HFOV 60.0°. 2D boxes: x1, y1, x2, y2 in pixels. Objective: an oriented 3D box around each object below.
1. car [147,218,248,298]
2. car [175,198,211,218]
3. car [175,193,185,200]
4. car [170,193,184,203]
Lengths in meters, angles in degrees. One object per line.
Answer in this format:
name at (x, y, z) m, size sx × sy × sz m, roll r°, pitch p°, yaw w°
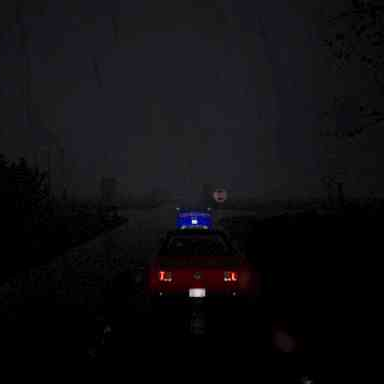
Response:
car at (0.105, 1.566, 8.365) m, size 1.895 × 1.301 × 4.718 m, roll 0°, pitch 0°, yaw 0°
car at (0.081, 1.389, 19.894) m, size 1.882 × 1.535 × 5.008 m, roll 0°, pitch 1°, yaw -1°
car at (-2.671, 1.028, 74.851) m, size 1.882 × 1.535 × 5.008 m, roll 0°, pitch 0°, yaw 0°
car at (-2.748, 1.150, 59.046) m, size 1.882 × 1.535 × 5.008 m, roll 0°, pitch 1°, yaw 0°
